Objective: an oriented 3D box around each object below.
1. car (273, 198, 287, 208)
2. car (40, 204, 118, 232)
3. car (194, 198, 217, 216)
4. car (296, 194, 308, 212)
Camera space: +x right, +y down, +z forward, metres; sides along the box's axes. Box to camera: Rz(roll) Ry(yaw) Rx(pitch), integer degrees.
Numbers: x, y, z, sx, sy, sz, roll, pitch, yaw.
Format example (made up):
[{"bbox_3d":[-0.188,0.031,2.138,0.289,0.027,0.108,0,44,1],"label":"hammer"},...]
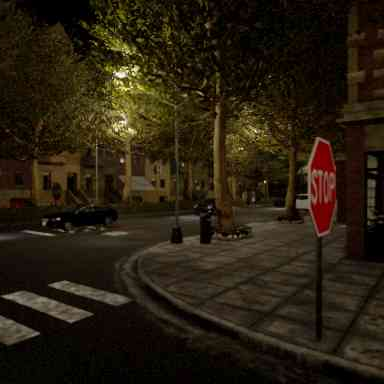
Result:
[{"bbox_3d":[13.273,1.565,47.850,1.994,1.385,4.181,0,0,37],"label":"car"},{"bbox_3d":[-6.792,1.490,20.477,2.128,1.511,4.902,0,0,36],"label":"car"},{"bbox_3d":[2.106,1.352,32.676,2.097,1.767,4.553,0,0,36],"label":"car"},{"bbox_3d":[12.668,1.229,35.833,2.435,2.045,5.566,0,0,36],"label":"car"}]
